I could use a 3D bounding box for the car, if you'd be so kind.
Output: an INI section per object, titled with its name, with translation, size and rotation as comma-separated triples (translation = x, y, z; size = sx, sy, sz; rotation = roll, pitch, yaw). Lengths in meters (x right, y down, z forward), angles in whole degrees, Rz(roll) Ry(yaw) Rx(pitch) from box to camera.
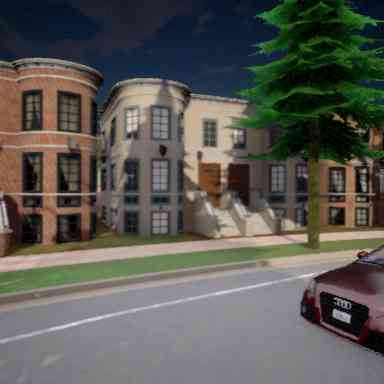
[car]
translation = 3.863, 1.544, 5.504
size = 4.181, 1.385, 1.994
rotation = 0, 0, -26
